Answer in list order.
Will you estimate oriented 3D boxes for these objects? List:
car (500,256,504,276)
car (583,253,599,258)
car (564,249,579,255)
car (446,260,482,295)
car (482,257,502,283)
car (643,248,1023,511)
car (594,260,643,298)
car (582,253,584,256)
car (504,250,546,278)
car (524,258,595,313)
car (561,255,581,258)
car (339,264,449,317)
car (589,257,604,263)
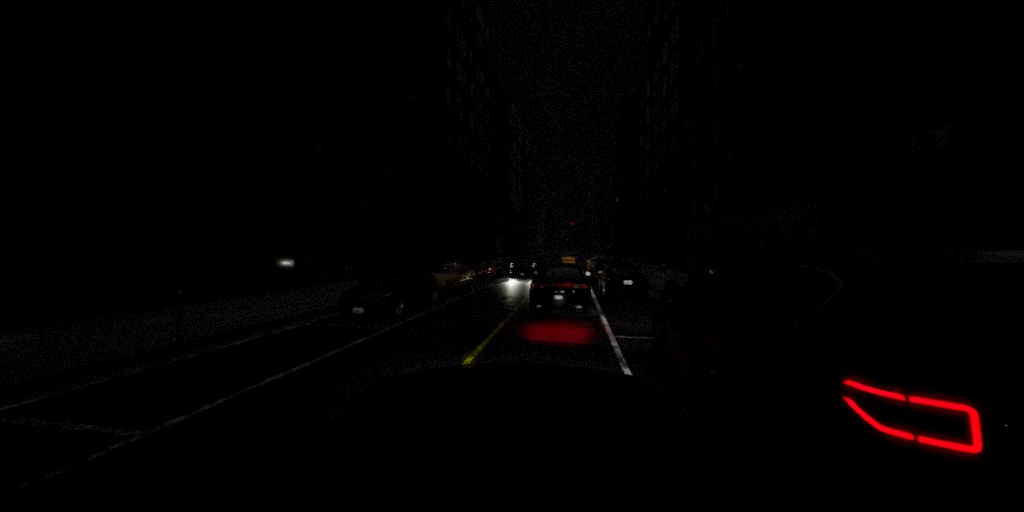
[{"bbox_3d":[-1.201,0.756,28.145,2.007,1.370,4.403,0,0,10],"label":"car"},{"bbox_3d":[7.642,0.650,32.300,1.751,1.417,4.829,0,0,10],"label":"car"},{"bbox_3d":[6.914,0.338,43.773,1.801,1.575,5.366,0,2,10],"label":"car"},{"bbox_3d":[-3.037,0.952,17.305,1.751,1.417,4.829,0,0,10],"label":"car"},{"bbox_3d":[-2.105,0.899,22.809,1.802,1.307,4.207,0,0,10],"label":"car"},{"bbox_3d":[3.223,0.930,4.127,2.150,2.045,5.566,0,1,10],"label":"car"},{"bbox_3d":[4.902,1.022,16.125,1.948,1.339,4.313,0,0,10],"label":"car"},{"bbox_3d":[8.517,0.594,37.468,1.802,1.307,4.207,0,0,10],"label":"car"},{"bbox_3d":[1.065,0.597,26.269,2.097,1.767,4.553,0,1,10],"label":"car"},{"bbox_3d":[1.779,1.000,12.865,1.882,1.535,5.008,0,1,10],"label":"car"},{"bbox_3d":[4.072,0.844,26.407,1.895,1.301,4.718,0,1,10],"label":"car"},{"bbox_3d":[-3.912,1.101,12.138,1.948,1.339,4.313,0,0,10],"label":"car"},{"bbox_3d":[5.806,0.913,21.461,1.948,1.339,4.313,0,0,10],"label":"car"}]
